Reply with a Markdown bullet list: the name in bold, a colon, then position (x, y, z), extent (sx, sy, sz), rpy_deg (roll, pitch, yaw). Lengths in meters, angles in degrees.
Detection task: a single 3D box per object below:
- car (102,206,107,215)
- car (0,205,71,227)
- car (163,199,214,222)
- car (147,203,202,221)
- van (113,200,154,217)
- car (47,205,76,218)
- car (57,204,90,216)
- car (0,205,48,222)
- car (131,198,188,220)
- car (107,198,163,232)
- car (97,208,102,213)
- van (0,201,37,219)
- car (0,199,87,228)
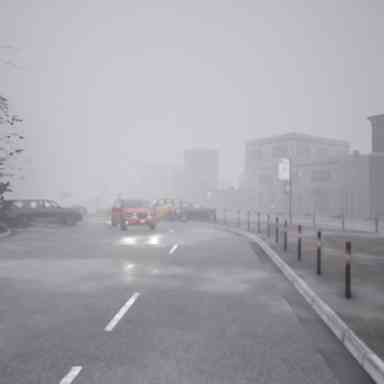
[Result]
- **car**: position (-8.668, 2.126, 42.681), extent (4.553, 1.767, 2.185), rpy_deg (0, -2, -35)
- **car**: position (-12.748, 1.877, 27.165), extent (4.892, 1.521, 2.231), rpy_deg (0, -2, -35)
- **car**: position (0.038, 1.712, 30.250), extent (4.553, 1.767, 2.185), rpy_deg (0, -2, -35)
- **car**: position (-1.686, 1.908, 32.744), extent (5.008, 1.535, 2.097), rpy_deg (0, -2, -35)
- **van**: position (-7.003, 1.928, 40.145), extent (4.442, 1.987, 1.878), rpy_deg (0, -2, -35)
- **car**: position (-16.122, 2.379, 40.880), extent (2.033, 1.411, 5.357), rpy_deg (0, -2, -35)
- **car**: position (-16.210, 2.477, 45.367), extent (4.902, 1.511, 2.128), rpy_deg (-3, -3, 43)
- **car**: position (-17.779, 2.113, 34.026), extent (5.366, 1.575, 1.946), rpy_deg (0, -2, -35)
- **car**: position (-3.386, 1.724, 35.121), extent (5.566, 2.045, 2.435), rpy_deg (0, -2, -35)
- **car**: position (-4.011, 1.455, 22.480), extent (2.150, 2.045, 5.566), rpy_deg (1, -2, -23)
- **car**: position (-10.156, 2.355, 45.192), extent (5.366, 1.575, 1.946), rpy_deg (0, -2, -35)
- **van**: position (-20.652, 2.083, 38.679), extent (4.442, 1.987, 1.878), rpy_deg (0, -2, -35)
- **car**: position (-11.196, 1.563, 25.001), extent (5.566, 2.045, 2.435), rpy_deg (0, -2, -35)
